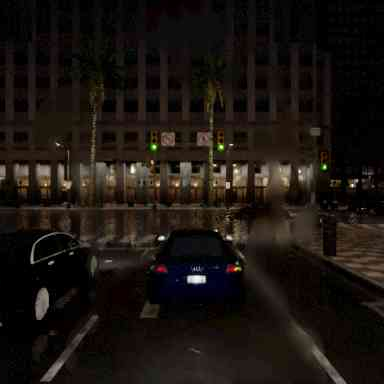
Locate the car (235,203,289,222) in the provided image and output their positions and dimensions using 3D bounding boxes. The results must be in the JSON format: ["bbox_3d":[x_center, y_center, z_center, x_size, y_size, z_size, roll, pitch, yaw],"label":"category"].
[{"bbox_3d":[5.466,1.595,26.184,4.181,1.385,1.994,0,0,0],"label":"car"}]

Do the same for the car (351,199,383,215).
[{"bbox_3d":[18.998,1.532,33.244,4.892,1.490,1.837,0,0,0],"label":"car"}]

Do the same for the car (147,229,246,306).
[{"bbox_3d":[0.088,1.571,8.105,1.994,1.385,4.181,0,0,0],"label":"car"}]

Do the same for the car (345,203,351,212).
[{"bbox_3d":[19.520,1.523,36.749,4.902,1.511,2.128,0,0,0],"label":"car"}]

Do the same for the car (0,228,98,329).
[{"bbox_3d":[-3.419,1.512,6.992,1.837,1.490,4.892,0,0,0],"label":"car"}]
